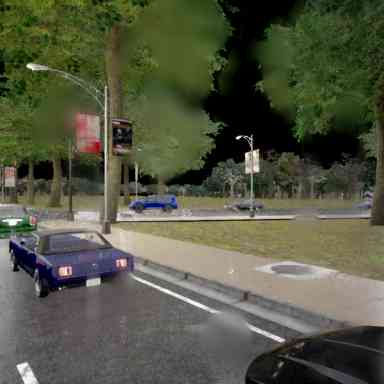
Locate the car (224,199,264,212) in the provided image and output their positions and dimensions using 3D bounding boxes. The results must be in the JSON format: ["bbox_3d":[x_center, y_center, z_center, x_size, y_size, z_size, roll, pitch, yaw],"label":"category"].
[{"bbox_3d":[6.386,1.683,40.970,4.902,1.511,2.128,0,0,-14],"label":"car"}]

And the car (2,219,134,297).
[{"bbox_3d":[-3.420,1.601,8.710,1.895,1.301,4.718,0,0,-38],"label":"car"}]

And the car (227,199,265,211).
[{"bbox_3d":[7.190,1.728,44.529,4.674,1.442,1.812,0,0,-14],"label":"car"}]

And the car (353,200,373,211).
[{"bbox_3d":[24.462,1.837,45.560,4.674,1.442,1.812,1,0,-14],"label":"car"}]

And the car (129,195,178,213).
[{"bbox_3d":[-4.364,1.352,38.212,5.566,2.045,2.150,0,0,-14],"label":"car"}]

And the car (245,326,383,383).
[{"bbox_3d":[2.357,1.478,1.241,1.882,1.535,5.008,0,0,-38],"label":"car"}]

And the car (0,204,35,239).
[{"bbox_3d":[-8.915,1.352,15.824,2.097,1.767,4.553,0,0,-38],"label":"car"}]

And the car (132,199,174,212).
[{"bbox_3d":[-4.879,1.623,41.432,4.902,1.511,2.128,0,0,-14],"label":"car"}]
